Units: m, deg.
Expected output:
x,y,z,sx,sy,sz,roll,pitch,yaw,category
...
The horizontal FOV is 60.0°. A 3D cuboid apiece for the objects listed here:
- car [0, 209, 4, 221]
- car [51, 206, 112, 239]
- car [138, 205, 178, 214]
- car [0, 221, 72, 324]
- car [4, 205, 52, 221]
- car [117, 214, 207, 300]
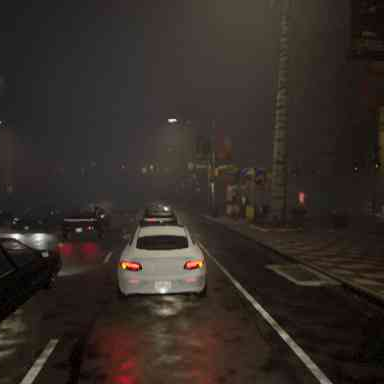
x,y,z,sx,sy,sz,roll,pitch,yaw,category
-12.755,1.547,20.024,1.895,1.301,4.718,0,0,-7,car
-5.248,1.447,17.006,2.128,1.511,4.902,0,0,-7,car
-1.765,1.446,17.366,2.128,1.511,4.902,0,0,-7,car
-3.914,1.531,5.879,2.033,1.411,5.357,0,0,-6,car
-9.309,1.549,20.691,2.033,1.411,5.357,0,0,-7,car
-0.745,1.504,8.264,1.812,1.442,4.674,0,0,-6,car
